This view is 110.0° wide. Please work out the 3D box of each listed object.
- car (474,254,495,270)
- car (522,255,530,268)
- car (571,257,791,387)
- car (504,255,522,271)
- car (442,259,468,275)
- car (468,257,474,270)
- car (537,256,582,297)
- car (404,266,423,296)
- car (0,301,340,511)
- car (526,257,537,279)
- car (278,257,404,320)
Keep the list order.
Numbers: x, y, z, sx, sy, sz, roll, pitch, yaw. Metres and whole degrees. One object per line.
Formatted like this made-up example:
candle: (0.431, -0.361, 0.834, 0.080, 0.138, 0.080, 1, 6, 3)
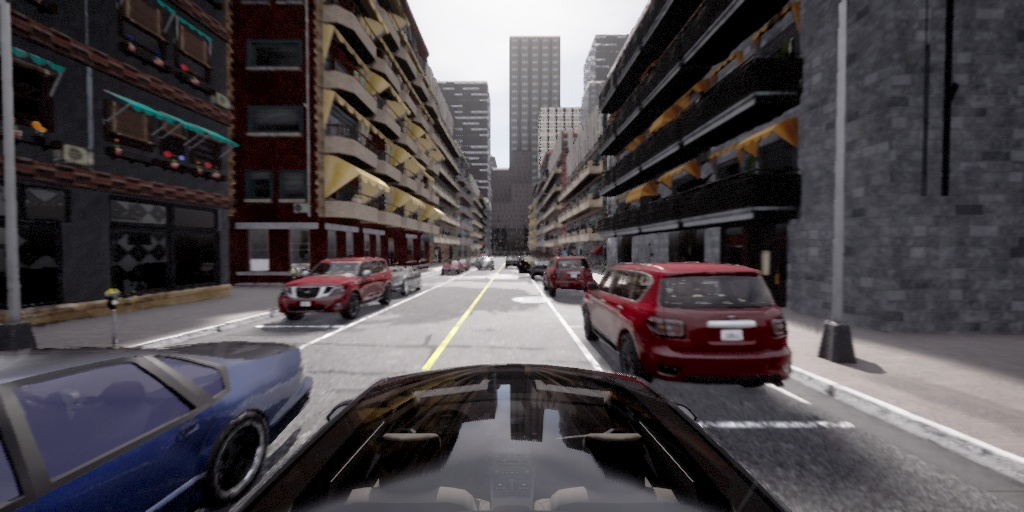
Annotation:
car: (-3.068, 0.896, 42.669, 2.128, 1.511, 4.902, 0, 1, 0)
car: (2.694, 0.810, 57.348, 1.751, 1.417, 4.829, 0, 0, 0)
car: (2.690, 1.022, 6.761, 2.192, 1.841, 5.009, 0, 0, 0)
car: (0.017, 0.864, 48.284, 1.837, 1.490, 4.892, 0, 0, 0)
car: (-5.688, 1.054, 34.800, 1.802, 1.307, 4.207, 0, 0, 0)
car: (-5.688, 1.007, 40.402, 1.802, 1.307, 4.207, 0, 0, 0)
car: (2.691, 0.928, 17.965, 2.192, 1.841, 5.009, 0, 0, 0)
car: (-5.697, 1.163, 17.994, 2.007, 1.370, 4.403, 0, 0, 0)
car: (-3.099, 1.298, 1.603, 2.033, 1.411, 5.357, 0, 1, 0)
car: (2.357, 1.027, 28.794, 1.837, 1.490, 4.892, 0, 0, 0)
car: (-5.680, 0.974, 12.392, 2.192, 1.841, 5.009, 0, 0, 0)
